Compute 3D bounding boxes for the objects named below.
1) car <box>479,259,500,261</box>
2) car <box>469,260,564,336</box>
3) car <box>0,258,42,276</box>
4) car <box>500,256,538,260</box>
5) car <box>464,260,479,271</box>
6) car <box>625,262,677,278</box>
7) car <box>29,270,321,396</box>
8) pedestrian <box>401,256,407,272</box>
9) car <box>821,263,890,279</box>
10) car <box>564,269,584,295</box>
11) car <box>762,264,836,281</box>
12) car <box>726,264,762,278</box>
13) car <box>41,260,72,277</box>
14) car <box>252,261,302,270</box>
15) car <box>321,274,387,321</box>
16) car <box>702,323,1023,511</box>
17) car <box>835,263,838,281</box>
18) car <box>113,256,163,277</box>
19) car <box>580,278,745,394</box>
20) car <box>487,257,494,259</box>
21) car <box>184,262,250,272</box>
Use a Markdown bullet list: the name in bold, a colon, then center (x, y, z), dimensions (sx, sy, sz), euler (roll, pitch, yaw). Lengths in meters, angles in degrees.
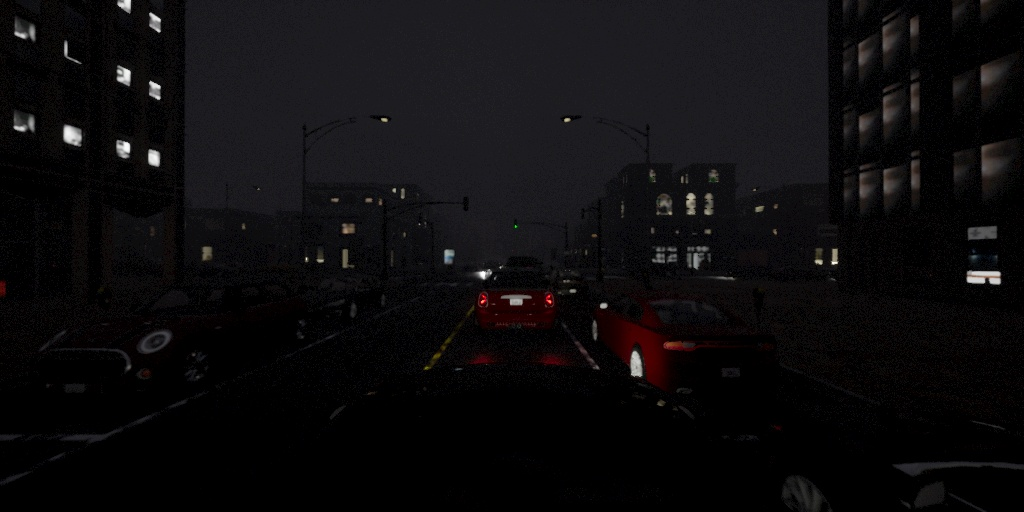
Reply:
- **car**: center (-3.067, 1.398, 49.284), dimensions (1.895, 1.301, 4.718), euler (0, 0, -1)
- **car**: center (0.101, 1.111, 10.610), dimensions (2.097, 1.767, 4.553), euler (0, 0, 0)
- **car**: center (-42.020, 1.128, 30.688), dimensions (4.507, 1.381, 1.888), euler (0, 0, 1)
- **car**: center (0.996, 0.998, 26.528), dimensions (2.150, 2.045, 5.566), euler (-1, 0, 13)
- **car**: center (-5.684, 1.380, 50.428), dimensions (1.802, 1.307, 4.207), euler (0, 0, 0)
- **car**: center (13.790, 1.368, 35.610), dimensions (4.892, 1.490, 1.837), euler (0, 0, 1)
- **car**: center (-5.689, 1.195, 6.658), dimensions (1.967, 1.591, 4.097), euler (0, 0, 0)
- **pedestrian**: center (-12.547, 0.919, 41.564), dimensions (0.375, 1.860, 0.375), euler (0, -1, 1)
- **car**: center (33.732, 1.466, 35.300), dimensions (4.892, 1.490, 1.837), euler (0, 0, 1)
- **car**: center (2.693, 1.316, 18.024), dimensions (2.007, 1.370, 4.403), euler (0, 0, 0)
- **car**: center (23.646, 1.456, 29.635), dimensions (4.207, 1.307, 1.802), euler (0, 0, 1)
- **car**: center (23.636, 1.475, 35.457), dimensions (4.181, 1.385, 1.994), euler (0, 0, 2)
- **car**: center (-36.485, 1.156, 30.602), dimensions (4.403, 1.370, 2.007), euler (0, 0, 1)
- **car**: center (-25.450, 1.230, 38.812), dimensions (4.829, 1.417, 1.751), euler (0, 0, 1)
- **car**: center (-5.689, 1.311, 12.350), dimensions (2.007, 1.370, 4.403), euler (0, 0, 0)
- **car**: center (2.691, 1.300, 0.948), dimensions (2.007, 1.370, 4.403), euler (0, 0, 0)
- **car**: center (29.180, 1.342, 29.584), dimensions (4.097, 1.591, 1.967), euler (0, 0, 1)
- **car**: center (-30.948, 0.943, 30.516), dimensions (5.009, 1.841, 2.192), euler (0, 0, 1)
- **car**: center (2.691, 1.300, 6.640), dimensions (1.888, 1.381, 4.507), euler (0, 0, 0)
- **car**: center (-3.063, 1.371, 59.352), dimensions (1.994, 1.385, 4.181), euler (0, 0, 0)
- **car**: center (-25.412, 1.202, 30.430), dimensions (4.403, 1.370, 2.007), euler (0, 0, 1)
